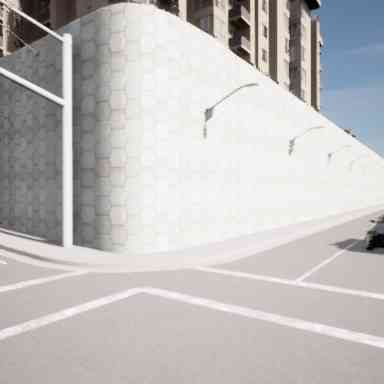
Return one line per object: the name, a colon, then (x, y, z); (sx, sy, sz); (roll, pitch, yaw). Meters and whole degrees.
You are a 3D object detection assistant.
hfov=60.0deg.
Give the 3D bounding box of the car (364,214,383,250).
car: (8.311, 1.567, 13.452); (1.994, 1.385, 4.181); (0, 0, 35)
